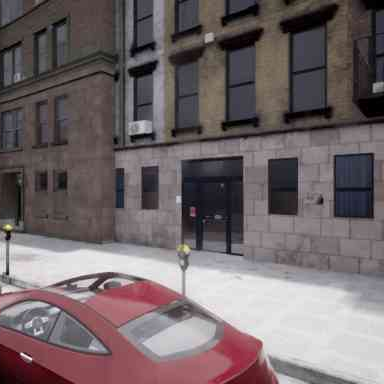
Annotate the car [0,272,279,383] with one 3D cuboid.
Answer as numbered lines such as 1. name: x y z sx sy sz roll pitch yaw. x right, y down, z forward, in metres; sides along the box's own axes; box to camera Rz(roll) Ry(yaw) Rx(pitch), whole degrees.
1. car: -1.179 1.582 3.658 4.206 1.307 1.802 0 0 36
